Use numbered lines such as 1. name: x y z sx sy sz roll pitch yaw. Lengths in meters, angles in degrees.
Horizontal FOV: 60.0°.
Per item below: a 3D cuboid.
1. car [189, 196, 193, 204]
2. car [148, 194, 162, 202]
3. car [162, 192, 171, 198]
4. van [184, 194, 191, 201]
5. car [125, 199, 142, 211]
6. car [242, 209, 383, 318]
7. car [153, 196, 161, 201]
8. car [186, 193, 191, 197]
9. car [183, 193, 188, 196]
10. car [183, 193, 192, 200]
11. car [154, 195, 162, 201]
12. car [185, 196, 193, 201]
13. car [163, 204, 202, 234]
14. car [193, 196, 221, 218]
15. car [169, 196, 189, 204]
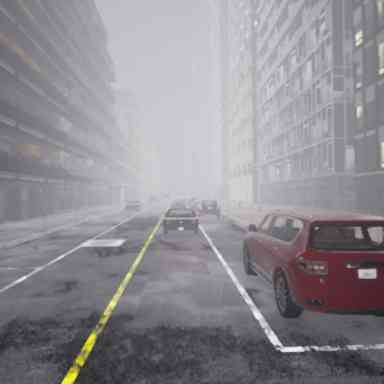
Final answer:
1. car: 0.877 1.515 40.426 1.802 1.307 4.206 0 0 -2
2. car: -8.448 1.342 73.252 2.192 1.841 5.009 0 0 -2
3. car: -6.115 0.994 78.327 2.150 2.045 5.566 -1 0 -3
4. van: -1.060 1.295 84.667 1.690 1.788 3.998 0 0 -3
5. car: -6.995 1.563 40.068 1.887 1.381 4.507 0 0 -2
6. car: 2.460 1.274 7.250 2.192 1.841 5.009 0 0 -2
7. car: -8.932 1.621 84.312 1.802 1.307 4.206 0 0 -2
8. car: 0.261 1.458 58.542 1.812 1.442 4.674 -1 0 -3
9. car: -0.576 1.524 73.607 1.802 1.307 4.206 0 0 -3
10. car: -1.303 1.277 90.198 2.192 1.841 5.009 0 0 -3
11. car: -9.174 1.597 89.843 2.008 1.369 4.403 0 0 -3
12. car: -0.818 1.530 79.139 1.802 1.307 4.206 0 0 -3
13. car: -0.663 1.573 19.126 1.895 1.301 4.718 -1 0 -3
14. car: 1.361 1.378 29.364 1.967 1.590 4.097 0 0 -2
15. car: -1.661 1.561 41.549 1.895 1.301 4.718 -1 0 -2
